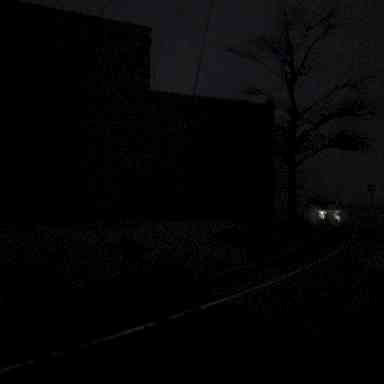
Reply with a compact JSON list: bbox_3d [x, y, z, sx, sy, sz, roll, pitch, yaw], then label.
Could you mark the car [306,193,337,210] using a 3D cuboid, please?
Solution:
[{"bbox_3d":[14.520,1.141,37.448,1.882,1.535,5.008,0,0,-2],"label":"car"}]
